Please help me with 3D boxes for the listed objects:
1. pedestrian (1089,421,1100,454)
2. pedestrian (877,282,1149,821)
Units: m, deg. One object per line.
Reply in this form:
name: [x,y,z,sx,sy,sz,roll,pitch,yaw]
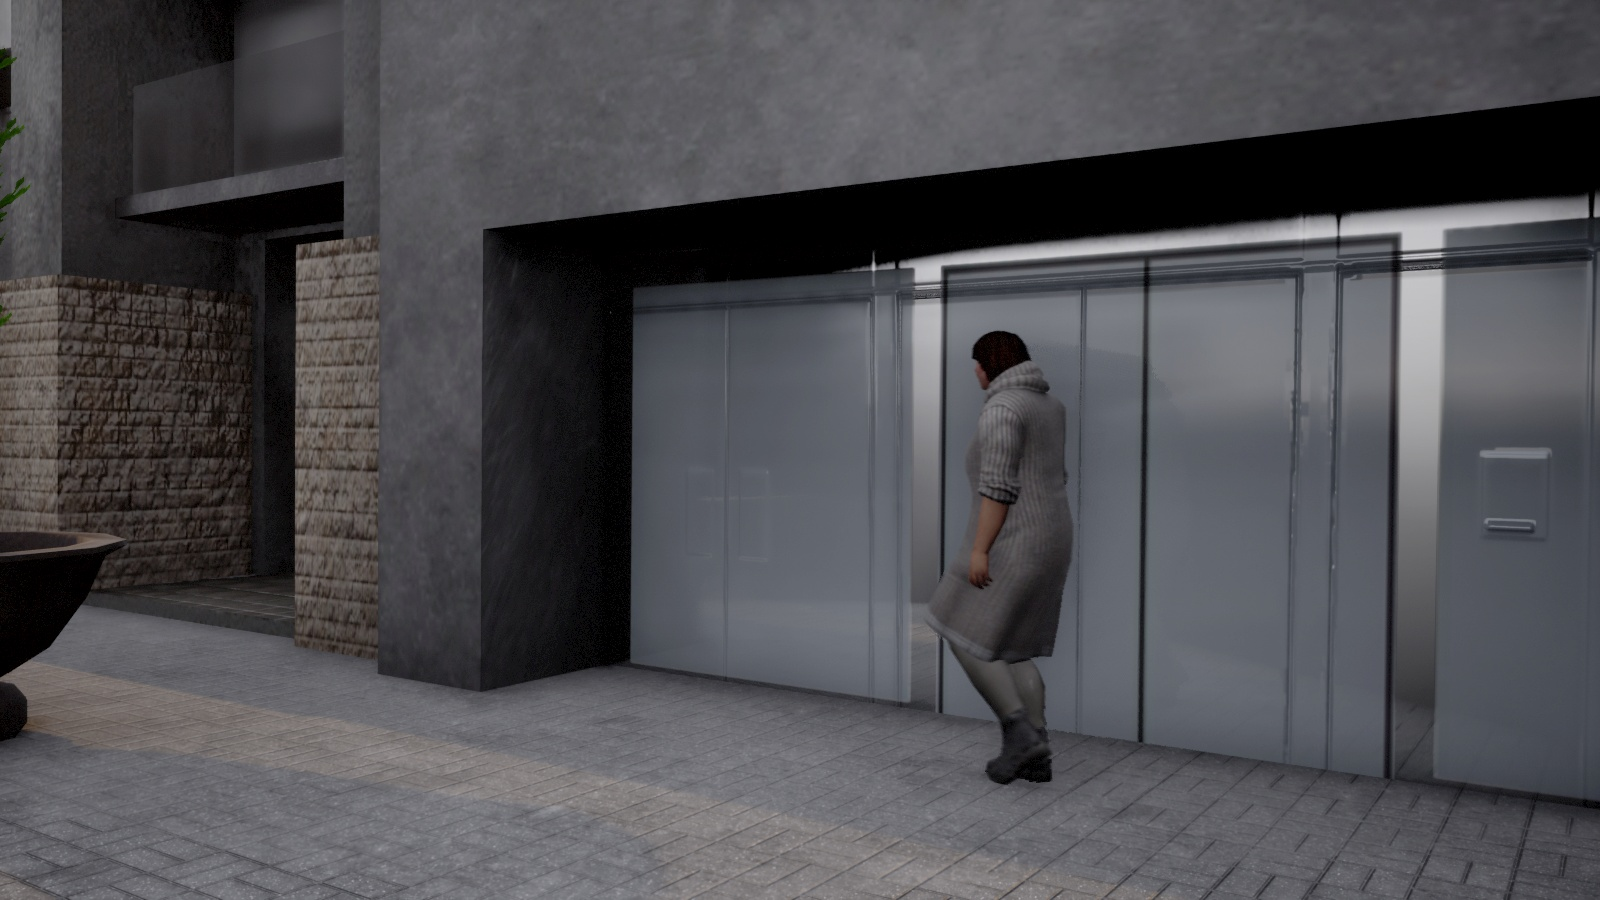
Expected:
pedestrian: [16.588,-0.684,70.708,0.376,1.854,0.720,0,1,33]
pedestrian: [0.861,0.364,5.054,0.873,1.952,0.659,0,1,34]
